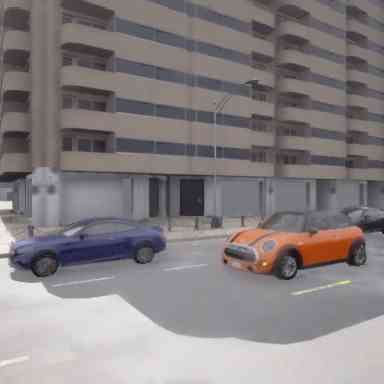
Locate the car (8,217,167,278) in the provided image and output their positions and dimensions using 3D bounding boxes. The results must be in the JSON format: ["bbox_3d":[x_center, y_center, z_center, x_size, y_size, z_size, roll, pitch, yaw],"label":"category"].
[{"bbox_3d":[-3.018,1.526,10.302,4.674,1.442,1.812,0,0,-32],"label":"car"}]

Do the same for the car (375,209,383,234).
[{"bbox_3d":[8.641,1.525,17.423,4.674,1.442,1.812,0,0,-31],"label":"car"}]

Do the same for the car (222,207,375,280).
[{"bbox_3d":[3.103,1.354,9.983,4.553,1.767,2.097,0,0,-32],"label":"car"}]
